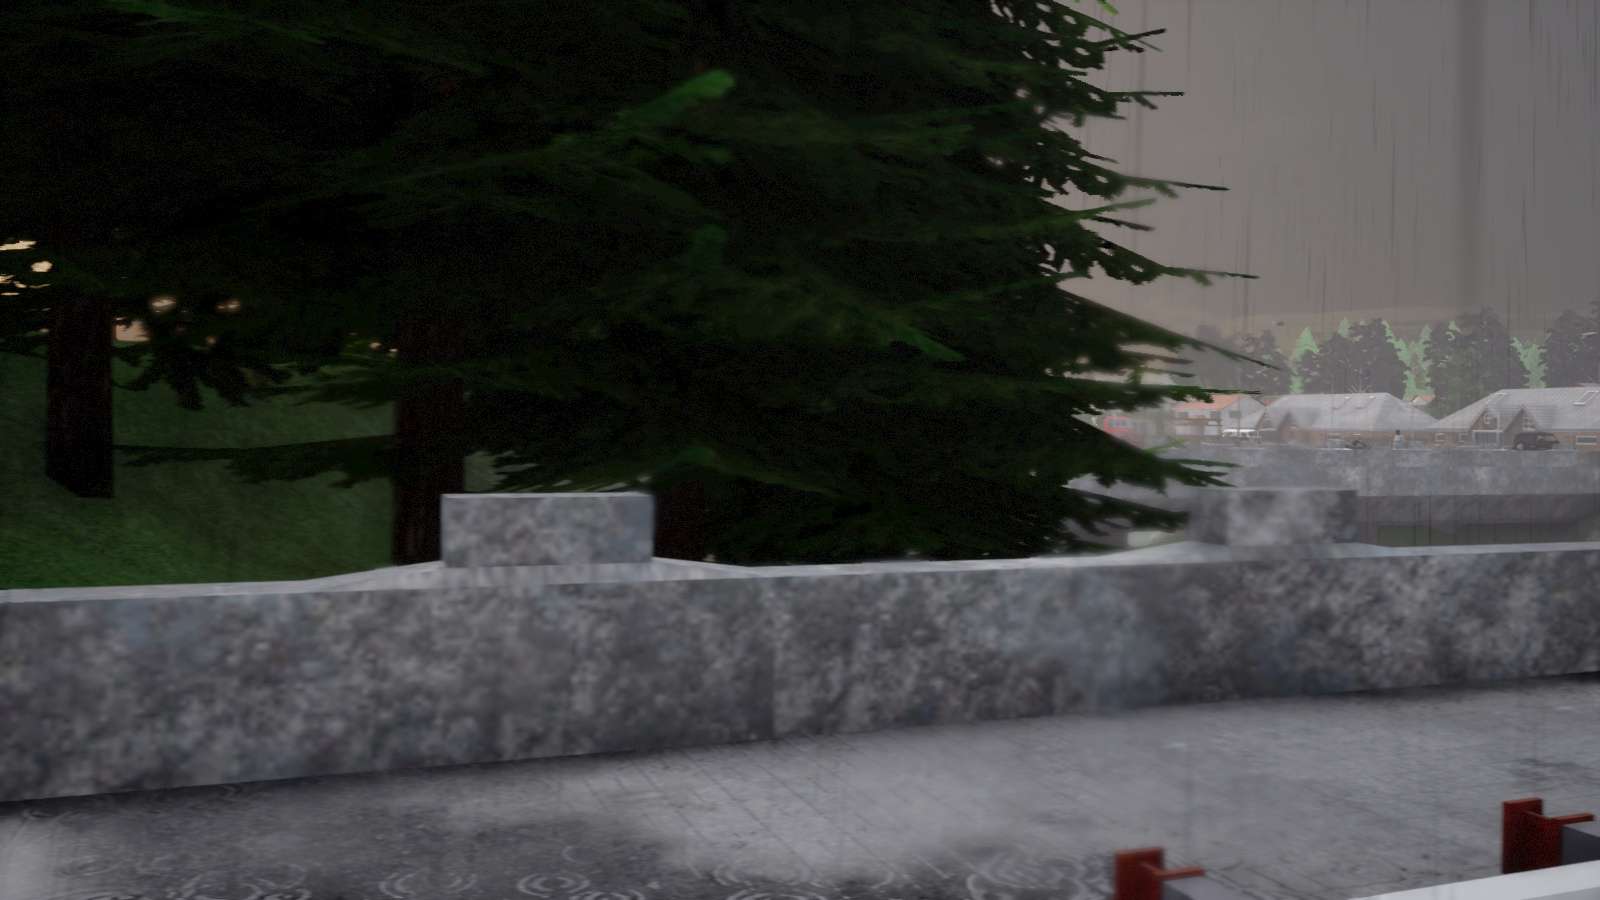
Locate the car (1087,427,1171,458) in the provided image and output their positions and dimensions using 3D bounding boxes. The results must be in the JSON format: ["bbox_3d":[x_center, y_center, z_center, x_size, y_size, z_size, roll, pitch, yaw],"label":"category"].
[{"bbox_3d":[16.496,-0.391,62.999,3.633,1.501,1.845,-1,1,-20],"label":"car"}]

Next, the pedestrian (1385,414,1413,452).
[{"bbox_3d":[29.782,-0.829,62.389,0.900,1.855,0.874,-1,1,-24],"label":"pedestrian"}]

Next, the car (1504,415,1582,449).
[{"bbox_3d":[43.262,-1.063,73.115,3.866,1.878,1.905,-1,1,-21],"label":"car"}]
